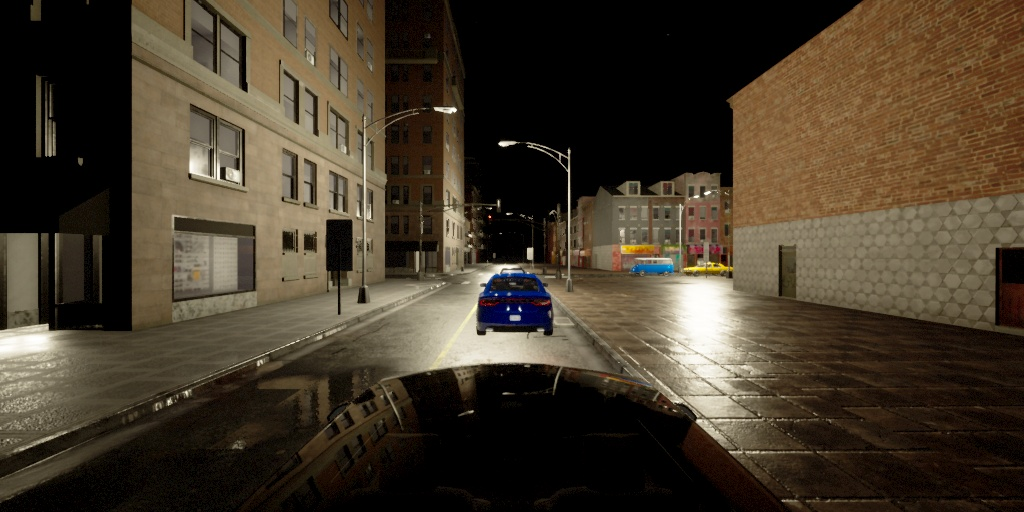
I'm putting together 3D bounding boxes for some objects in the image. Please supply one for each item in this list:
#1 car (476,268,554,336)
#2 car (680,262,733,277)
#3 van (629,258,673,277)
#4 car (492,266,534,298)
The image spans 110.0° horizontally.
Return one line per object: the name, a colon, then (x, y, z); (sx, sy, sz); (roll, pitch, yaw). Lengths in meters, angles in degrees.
car: (0.067, 1.227, 10.456); (1.882, 1.535, 5.008); (0, 0, 0)
car: (19.051, 1.267, 35.028); (4.829, 1.417, 1.751); (0, 0, 0)
van: (13.610, 1.087, 35.015); (3.998, 1.789, 1.690); (0, 0, 0)
car: (0.032, 1.313, 19.224); (1.994, 1.385, 4.181); (0, 0, 0)
